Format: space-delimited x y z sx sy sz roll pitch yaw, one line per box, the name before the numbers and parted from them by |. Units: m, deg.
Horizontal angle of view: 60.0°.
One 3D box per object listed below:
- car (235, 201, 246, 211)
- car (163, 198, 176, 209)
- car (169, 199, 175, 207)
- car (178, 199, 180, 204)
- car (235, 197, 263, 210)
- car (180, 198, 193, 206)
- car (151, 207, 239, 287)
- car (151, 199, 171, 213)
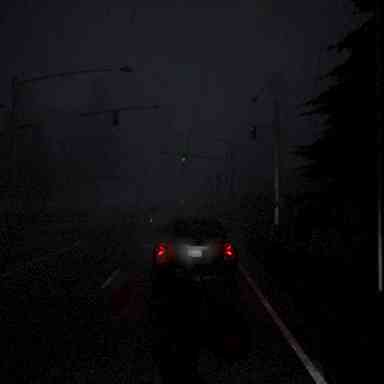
car | 8.878 1.721 46.969 4.605 1.855 1.932 0 -1 -1
car | -4.147 2.071 61.053 2.097 1.767 4.553 0 -1 0
car | -4.085 2.101 50.990 1.837 1.490 4.892 0 -1 0
car | -2.178 2.160 81.742 2.097 1.767 4.553 0 -1 -13
car | 8.465 1.754 49.479 3.866 1.878 1.905 0 -1 -1
car | -0.896 2.433 71.604 1.895 1.301 4.718 0 -1 -7
car | 0.086 1.473 9.808 2.097 1.767 4.553 0 -1 0
car | -4.019 2.010 41.816 1.812 1.442 4.674 0 -1 0
